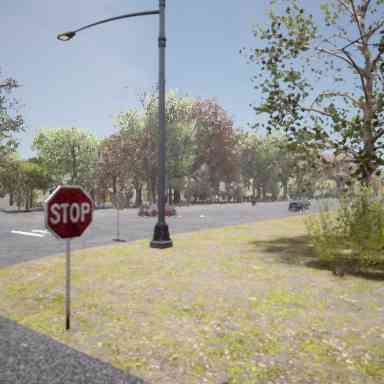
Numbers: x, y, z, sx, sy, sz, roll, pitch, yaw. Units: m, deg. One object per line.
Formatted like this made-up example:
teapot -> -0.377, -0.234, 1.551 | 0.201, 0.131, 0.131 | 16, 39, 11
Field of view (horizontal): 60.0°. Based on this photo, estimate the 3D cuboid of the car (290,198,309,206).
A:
car -> 21.578, 1.889, 66.550 | 2.128, 1.511, 4.902 | 0, 0, 36

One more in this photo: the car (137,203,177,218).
car -> -3.339, 1.768, 32.399 | 1.994, 1.385, 4.181 | 0, 0, 36

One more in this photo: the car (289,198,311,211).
car -> 14.705, 1.761, 45.253 | 1.837, 1.490, 4.892 | 0, 0, 36
